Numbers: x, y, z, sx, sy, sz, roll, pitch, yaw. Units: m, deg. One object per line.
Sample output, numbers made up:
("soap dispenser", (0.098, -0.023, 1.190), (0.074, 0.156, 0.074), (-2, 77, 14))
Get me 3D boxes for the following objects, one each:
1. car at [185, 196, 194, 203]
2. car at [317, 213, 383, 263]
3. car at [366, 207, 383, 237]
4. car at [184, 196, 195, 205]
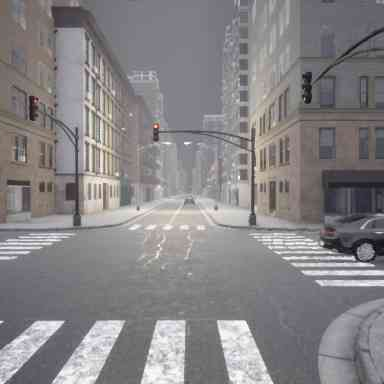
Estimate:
("car", (-0.523, 1.547, 69.174), (1.812, 1.442, 4.674), (0, 0, 0))
("car", (6.883, 1.515, 11.451), (4.892, 1.490, 1.837), (0, 0, 0))
("car", (11.647, 1.529, 16.970), (4.507, 1.381, 1.887), (0, 0, 0))
("car", (-0.446, 1.541, 59.170), (1.812, 1.442, 4.674), (0, 0, 0))
